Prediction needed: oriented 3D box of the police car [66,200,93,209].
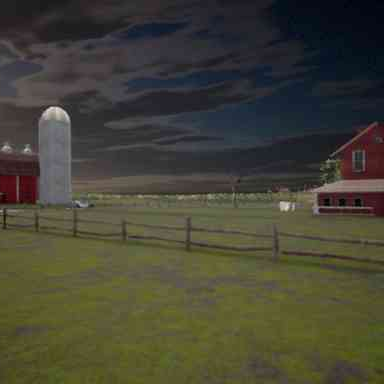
[{"bbox_3d":[-21.174,2.351,62.697,2.038,1.542,4.974,-1,-1,35],"label":"police car"}]
